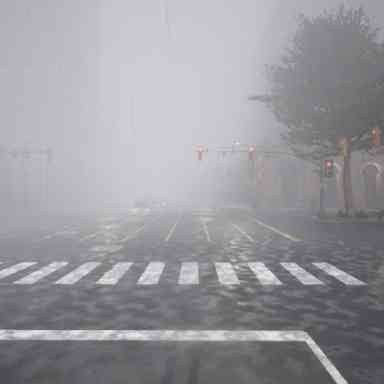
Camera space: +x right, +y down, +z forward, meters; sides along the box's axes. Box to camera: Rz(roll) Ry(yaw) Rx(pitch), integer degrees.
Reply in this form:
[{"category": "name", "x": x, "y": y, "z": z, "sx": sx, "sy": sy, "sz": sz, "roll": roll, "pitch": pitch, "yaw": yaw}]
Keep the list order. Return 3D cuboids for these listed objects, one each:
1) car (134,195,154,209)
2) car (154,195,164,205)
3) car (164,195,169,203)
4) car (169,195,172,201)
[{"category": "car", "x": -6.855, "y": 1.493, "z": 46.475, "sx": 1.882, "sy": 1.535, "sz": 5.008, "roll": 0, "pitch": 0, "yaw": 0}, {"category": "car", "x": -6.751, "y": 1.372, "z": 60.167, "sx": 2.097, "sy": 1.767, "sz": 4.553, "roll": 0, "pitch": 0, "yaw": 1}, {"category": "car", "x": -6.536, "y": 1.619, "z": 70.960, "sx": 1.895, "sy": 1.301, "sz": 4.718, "roll": 0, "pitch": 0, "yaw": 1}, {"category": "car", "x": -6.302, "y": 1.389, "z": 85.962, "sx": 1.882, "sy": 1.535, "sz": 5.008, "roll": 0, "pitch": 0, "yaw": 1}]
